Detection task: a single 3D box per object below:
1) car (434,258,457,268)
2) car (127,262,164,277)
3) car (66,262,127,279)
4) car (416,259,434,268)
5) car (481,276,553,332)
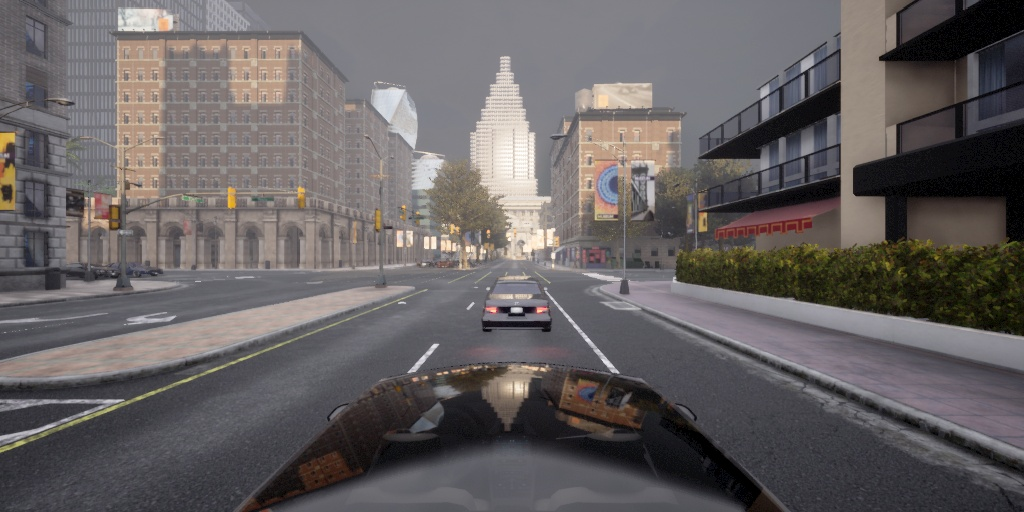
[{"bbox_3d":[-11.066,1.102,59.739,2.097,1.767,4.553,0,0,1],"label":"car"},{"bbox_3d":[-37.008,1.297,34.629,5.357,1.411,2.033,0,0,0],"label":"car"},{"bbox_3d":[-36.943,1.276,31.137,4.674,1.442,1.812,0,0,0],"label":"car"},{"bbox_3d":[-14.536,1.241,61.624,2.128,1.511,4.902,0,0,1],"label":"car"},{"bbox_3d":[0.144,1.297,10.812,2.033,1.411,5.357,0,0,1],"label":"car"}]
